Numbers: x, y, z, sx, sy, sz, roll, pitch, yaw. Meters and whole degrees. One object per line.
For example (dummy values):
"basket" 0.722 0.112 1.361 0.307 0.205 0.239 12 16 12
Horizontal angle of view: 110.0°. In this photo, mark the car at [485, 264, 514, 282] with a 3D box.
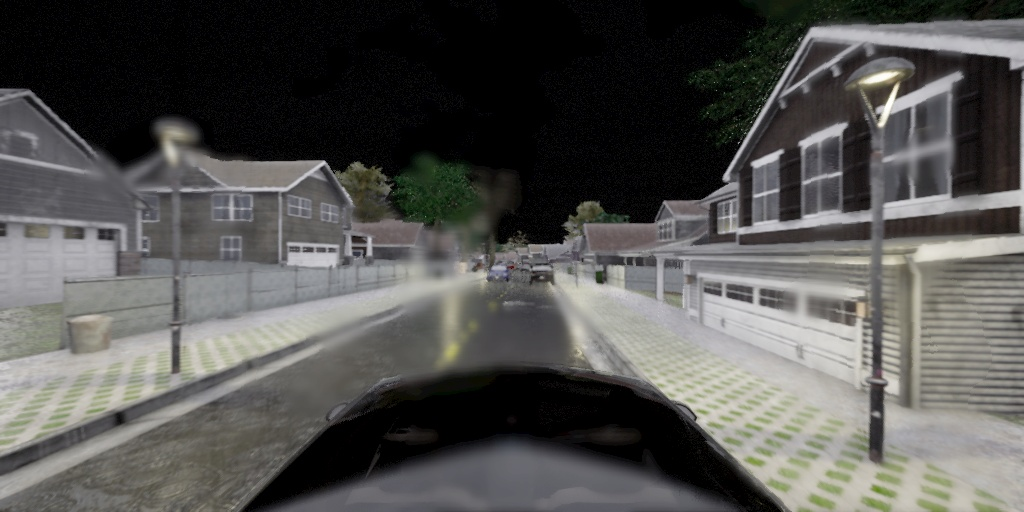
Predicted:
"car" -1.094 1.518 31.804 1.812 1.442 4.674 0 -1 3

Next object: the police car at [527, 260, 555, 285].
"police car" 2.403 1.389 28.431 1.930 1.638 5.238 0 -1 4

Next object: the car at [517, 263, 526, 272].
"car" 2.437 2.070 63.044 1.994 1.385 4.181 0 -1 -1
